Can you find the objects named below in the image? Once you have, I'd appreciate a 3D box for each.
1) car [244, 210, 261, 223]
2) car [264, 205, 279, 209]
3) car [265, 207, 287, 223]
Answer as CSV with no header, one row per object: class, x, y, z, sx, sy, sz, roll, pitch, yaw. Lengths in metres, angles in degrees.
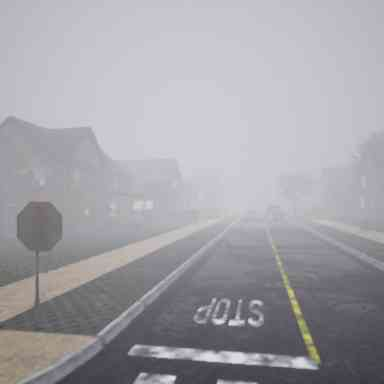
car,7.273,2.926,39.957,2.033,1.411,5.357,-1,-2,12
car,11.872,2.892,48.865,2.150,2.045,5.566,-1,-2,11
car,9.820,2.824,38.254,2.033,1.411,5.357,-1,-2,12
